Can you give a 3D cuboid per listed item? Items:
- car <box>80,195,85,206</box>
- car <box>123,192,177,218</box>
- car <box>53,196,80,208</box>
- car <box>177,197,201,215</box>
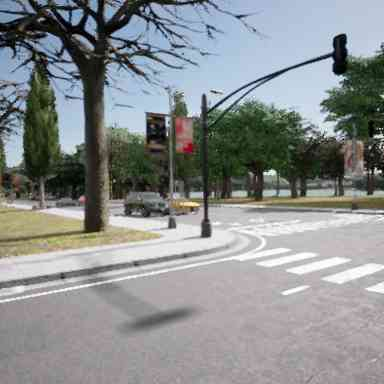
[{"bbox_3d":[-15.509,1.246,49.942,2.097,1.767,4.553,-1,0,-35],"label":"car"},{"bbox_3d":[-3.914,1.019,28.373,2.150,2.045,5.566,-1,1,-36],"label":"car"},{"bbox_3d":[-18.241,1.527,48.185,1.994,1.385,4.181,-1,0,-35],"label":"car"},{"bbox_3d":[-1.175,1.207,30.137,1.882,1.535,5.008,-1,1,-36],"label":"car"}]
